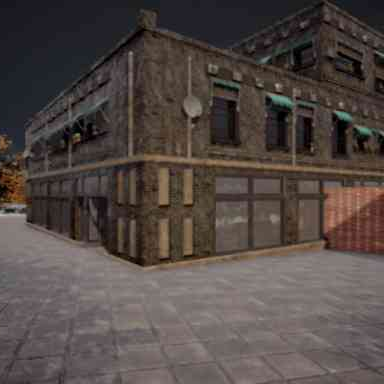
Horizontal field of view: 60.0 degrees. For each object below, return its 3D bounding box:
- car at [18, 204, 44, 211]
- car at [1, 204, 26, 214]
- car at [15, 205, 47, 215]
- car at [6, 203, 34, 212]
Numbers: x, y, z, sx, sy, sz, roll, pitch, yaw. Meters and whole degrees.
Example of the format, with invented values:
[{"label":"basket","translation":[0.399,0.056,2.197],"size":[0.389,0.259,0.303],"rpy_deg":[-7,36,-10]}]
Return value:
[{"label":"car","translation":[-33.803,3.234,69.883],"size":[5.008,1.535,2.097],"rpy_deg":[0,-2,24]},{"label":"car","translation":[-27.560,2.587,51.939],"size":[4.553,1.767,2.185],"rpy_deg":[0,-3,24]},{"label":"car","translation":[-26.411,2.869,54.468],"size":[4.792,1.488,2.163],"rpy_deg":[0,-2,24]},{"label":"car","translation":[-34.784,3.138,67.267],"size":[5.366,1.575,1.946],"rpy_deg":[0,-2,24]}]
